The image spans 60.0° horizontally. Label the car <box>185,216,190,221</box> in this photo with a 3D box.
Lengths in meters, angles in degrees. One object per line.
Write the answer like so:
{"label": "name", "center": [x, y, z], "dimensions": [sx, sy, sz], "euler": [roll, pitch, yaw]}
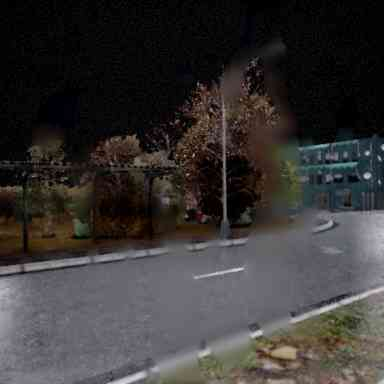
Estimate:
{"label": "car", "center": [-1.543, 5.975, 73.887], "dimensions": [1.895, 1.301, 4.718], "euler": [-1, -5, -8]}

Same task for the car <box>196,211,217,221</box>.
{"label": "car", "center": [2.411, 4.172, 58.730], "dimensions": [2.150, 2.045, 5.566], "euler": [-1, -5, -19]}
